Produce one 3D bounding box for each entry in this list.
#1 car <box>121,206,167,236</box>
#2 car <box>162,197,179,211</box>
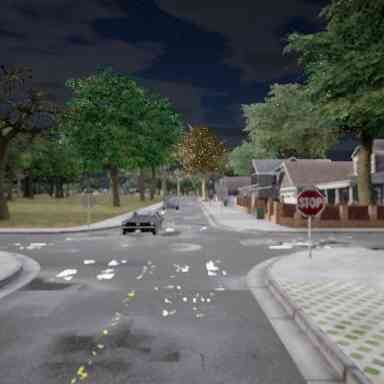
[{"bbox_3d":[-2.759,1.715,19.215,1.895,1.301,4.718,0,0,0],"label":"car"},{"bbox_3d":[-2.768,1.511,44.064,2.097,1.767,4.553,0,0,0],"label":"car"}]
